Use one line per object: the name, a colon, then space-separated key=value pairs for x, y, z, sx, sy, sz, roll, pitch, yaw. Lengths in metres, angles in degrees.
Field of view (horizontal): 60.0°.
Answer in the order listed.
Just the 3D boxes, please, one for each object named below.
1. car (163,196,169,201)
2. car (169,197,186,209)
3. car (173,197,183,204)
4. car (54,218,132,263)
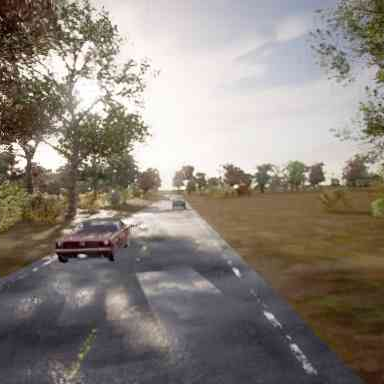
car: x=-6.725 y=1.681 z=87.342 sx=1.812 sy=1.442 sz=4.674 roll=-2 pitch=0 yaw=-3
car: x=-1.862 y=1.549 z=47.436 sx=2.128 sy=1.511 sz=4.902 roll=-2 pitch=0 yaw=-3
car: x=-2.690 y=1.673 z=65.291 sx=1.895 sy=1.301 sz=4.718 roll=-2 pitch=0 yaw=-2
car: x=-3.524 y=1.700 z=12.616 sx=1.895 sy=1.301 sz=4.718 roll=-1 pitch=0 yaw=-3
